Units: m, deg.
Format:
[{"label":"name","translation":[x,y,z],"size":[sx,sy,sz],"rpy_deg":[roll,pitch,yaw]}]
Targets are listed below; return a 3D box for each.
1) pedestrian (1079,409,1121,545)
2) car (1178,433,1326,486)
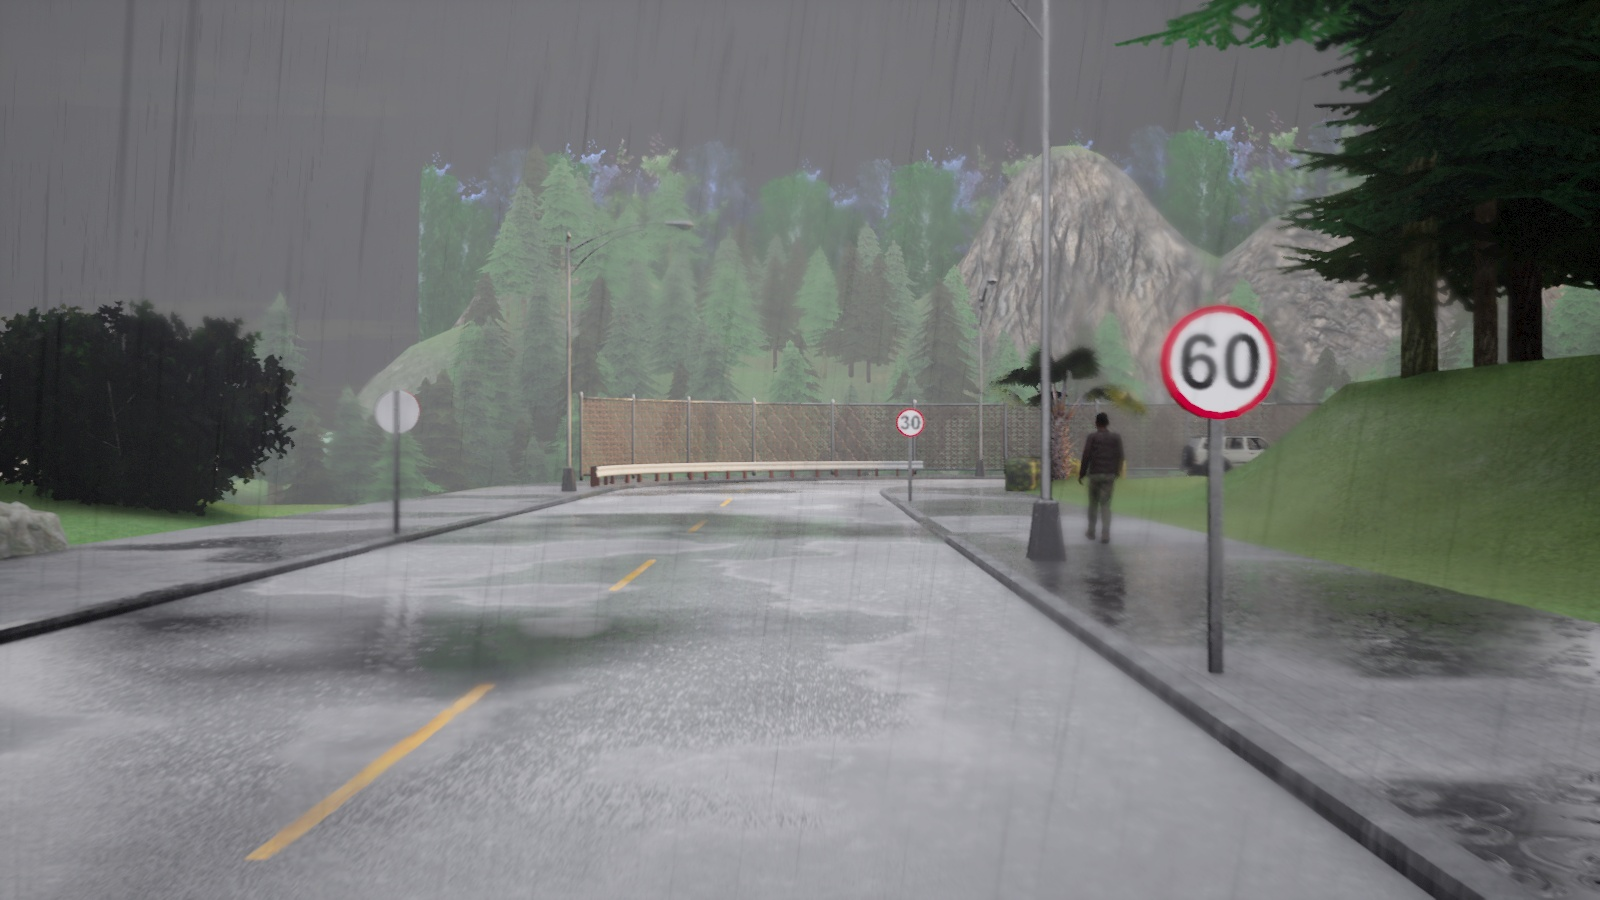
[{"label":"pedestrian","translation":[4.139,0.362,17.342],"size":[0.431,1.840,0.703],"rpy_deg":[0,0,2]},{"label":"car","translation":[16.135,0.323,44.951],"size":[4.605,1.855,1.932],"rpy_deg":[0,0,1]}]
